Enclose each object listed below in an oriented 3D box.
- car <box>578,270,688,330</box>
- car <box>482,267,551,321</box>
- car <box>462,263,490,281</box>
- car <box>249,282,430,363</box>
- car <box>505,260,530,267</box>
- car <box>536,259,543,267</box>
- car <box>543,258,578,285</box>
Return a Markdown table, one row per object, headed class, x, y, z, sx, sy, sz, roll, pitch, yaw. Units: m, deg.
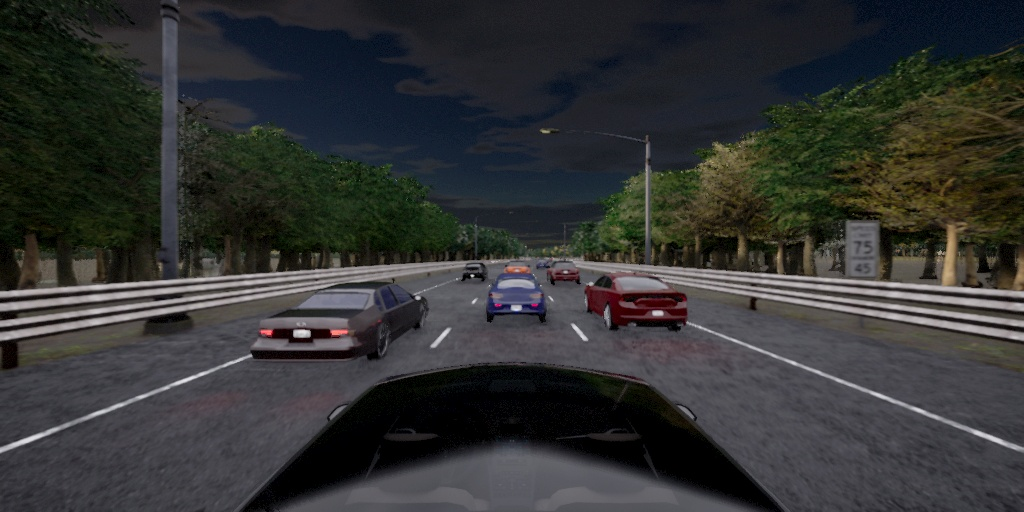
| class | x | y | z | sx | sy | sz | roll | pitch | yaw |
| --- | --- | --- | --- | --- | --- | --- | --- | --- | --- |
| car | 3.537 | 1.238 | 11.120 | 1.882 | 1.535 | 5.008 | 0 | 0 | 0 |
| car | 0.138 | 1.286 | 12.333 | 1.812 | 1.442 | 4.674 | 0 | 0 | 0 |
| car | -3.030 | 1.308 | 30.428 | 1.837 | 1.490 | 4.892 | 0 | 0 | 1 |
| car | -3.382 | 1.302 | 8.295 | 2.033 | 1.411 | 5.357 | 0 | 0 | 0 |
| car | 0.463 | 1.155 | 30.073 | 2.097 | 1.767 | 4.553 | 0 | 0 | 1 |
| car | 5.267 | 1.348 | 62.861 | 2.097 | 1.767 | 4.553 | 0 | 0 | 3 |
| car | 3.782 | 1.145 | 27.088 | 2.097 | 1.767 | 4.553 | 0 | 0 | 1 |
